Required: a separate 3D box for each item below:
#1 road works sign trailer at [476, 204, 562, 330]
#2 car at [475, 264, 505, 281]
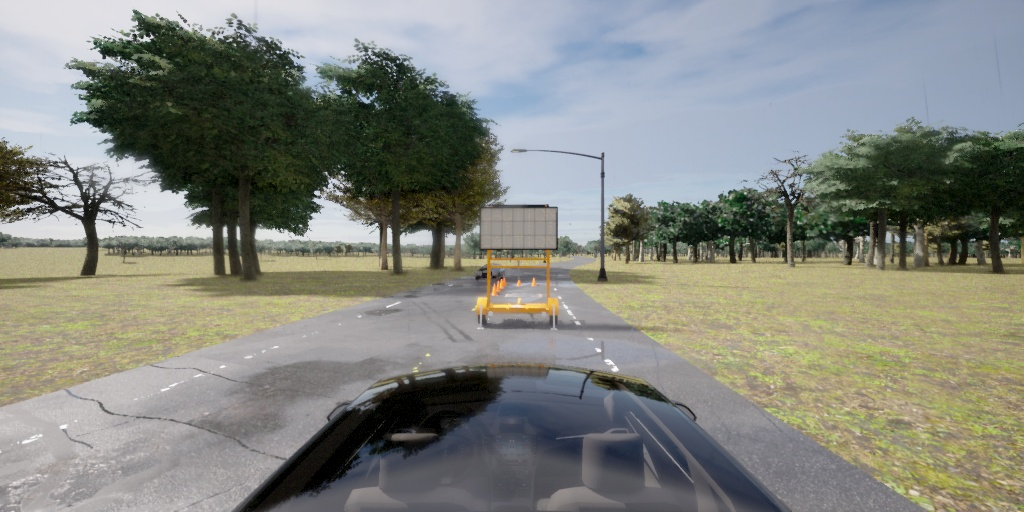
[{"bbox_3d":[0.208,0.215,11.139,2.380,3.560,2.880,0,0,3],"label":"road works sign trailer"},{"bbox_3d":[-1.756,1.331,29.706,1.994,1.385,4.181,0,0,7],"label":"car"}]
